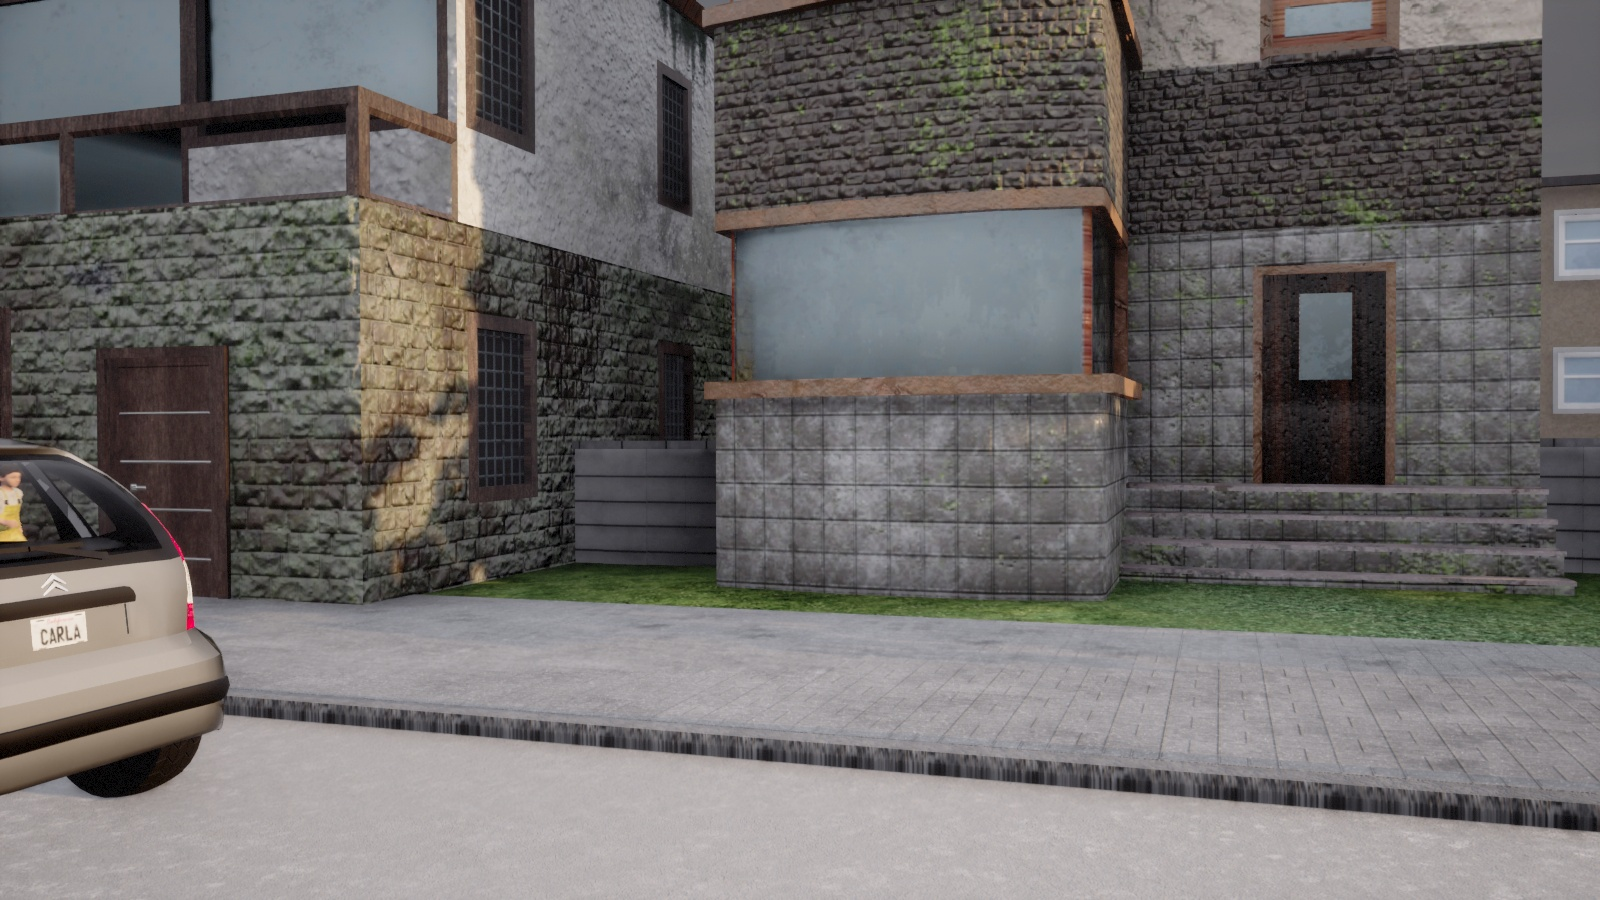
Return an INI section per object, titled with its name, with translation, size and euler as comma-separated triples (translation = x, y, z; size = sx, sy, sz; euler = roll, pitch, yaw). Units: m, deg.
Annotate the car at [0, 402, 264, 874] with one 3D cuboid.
[car]
translation = -4.527, 0.624, 5.240
size = 3.988, 1.617, 1.851
euler = 1, 1, 19
